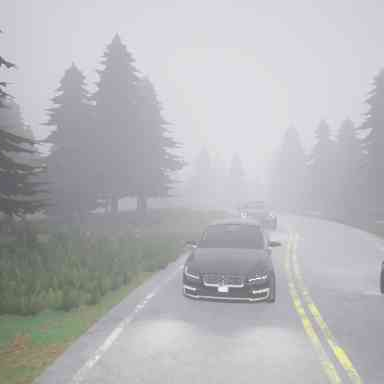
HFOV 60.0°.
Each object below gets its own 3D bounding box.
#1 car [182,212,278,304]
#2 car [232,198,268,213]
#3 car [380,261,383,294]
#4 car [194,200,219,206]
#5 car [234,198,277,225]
[{"bbox_3d":[1.074,1.496,8.383,1.837,1.490,4.892,-1,0,12],"label":"car"},{"bbox_3d":[6.133,1.411,35.715,1.837,1.490,4.892,2,-1,-16],"label":"car"},{"bbox_3d":[4.484,1.310,4.620,2.097,1.767,4.553,-1,0,8],"label":"car"},{"bbox_3d":[1.832,1.798,44.832,1.812,1.442,4.674,3,-5,-35],"label":"car"},{"bbox_3d":[3.836,1.271,20.341,2.097,1.767,4.553,-1,0,5],"label":"car"}]
